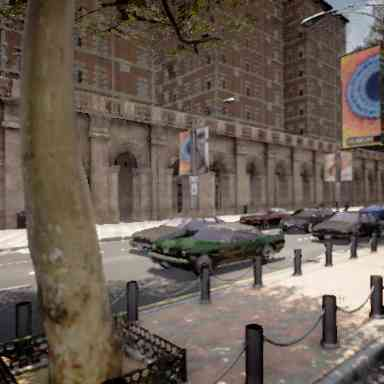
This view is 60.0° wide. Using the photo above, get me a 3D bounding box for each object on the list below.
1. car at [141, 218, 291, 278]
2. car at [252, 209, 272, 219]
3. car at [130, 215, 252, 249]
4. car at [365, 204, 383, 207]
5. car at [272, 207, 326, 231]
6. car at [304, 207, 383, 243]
[{"bbox_3d":[0.945,1.740,10.836,4.718,1.301,1.895,0,-1,-40],"label":"car"},{"bbox_3d":[5.460,1.856,23.429,4.718,1.301,1.895,0,-1,-41],"label":"car"},{"bbox_3d":[-0.004,1.745,14.629,5.357,1.411,2.033,0,-1,-40],"label":"car"},{"bbox_3d":[15.150,1.747,27.540,4.674,1.442,1.812,0,-1,-40],"label":"car"},{"bbox_3d":[7.480,1.714,21.013,4.892,1.490,1.837,0,-1,-40],"label":"car"},{"bbox_3d":[8.287,1.698,17.102,5.357,1.411,2.033,0,-1,-40],"label":"car"}]
